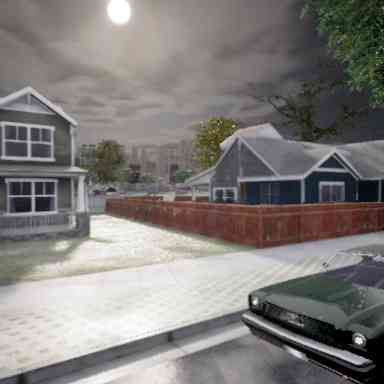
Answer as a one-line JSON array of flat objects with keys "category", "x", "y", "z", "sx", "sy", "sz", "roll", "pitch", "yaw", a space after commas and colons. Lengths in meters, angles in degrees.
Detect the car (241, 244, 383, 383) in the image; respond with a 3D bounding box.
[{"category": "car", "x": 3.030, "y": 1.596, "z": 5.223, "sx": 4.718, "sy": 1.301, "sz": 1.895, "roll": 0, "pitch": 0, "yaw": -35}]
